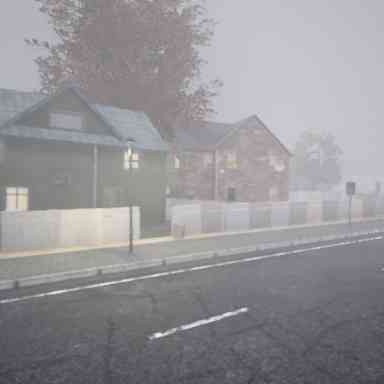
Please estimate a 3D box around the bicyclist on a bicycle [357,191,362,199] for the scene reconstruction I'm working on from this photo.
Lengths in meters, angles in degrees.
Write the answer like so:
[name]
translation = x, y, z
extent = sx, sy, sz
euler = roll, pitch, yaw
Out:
[bicyclist on a bicycle]
translation = 23.126, 0.717, 45.516
extent = 1.656, 1.620, 0.582
euler = 1, 1, -20
